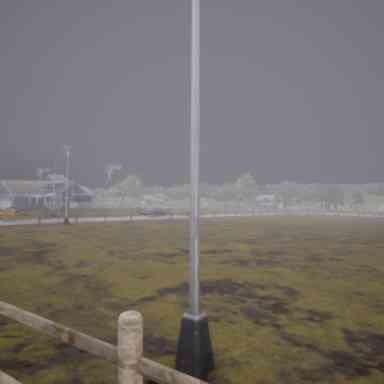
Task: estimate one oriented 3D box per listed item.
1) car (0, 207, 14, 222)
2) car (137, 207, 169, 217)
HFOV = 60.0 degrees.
[{"bbox_3d":[-19.138,1.976,30.662,1.882,1.535,5.008,0,-2,35],"label":"car"},{"bbox_3d":[-5.740,2.992,49.599,2.033,1.411,5.357,0,-2,35],"label":"car"}]
